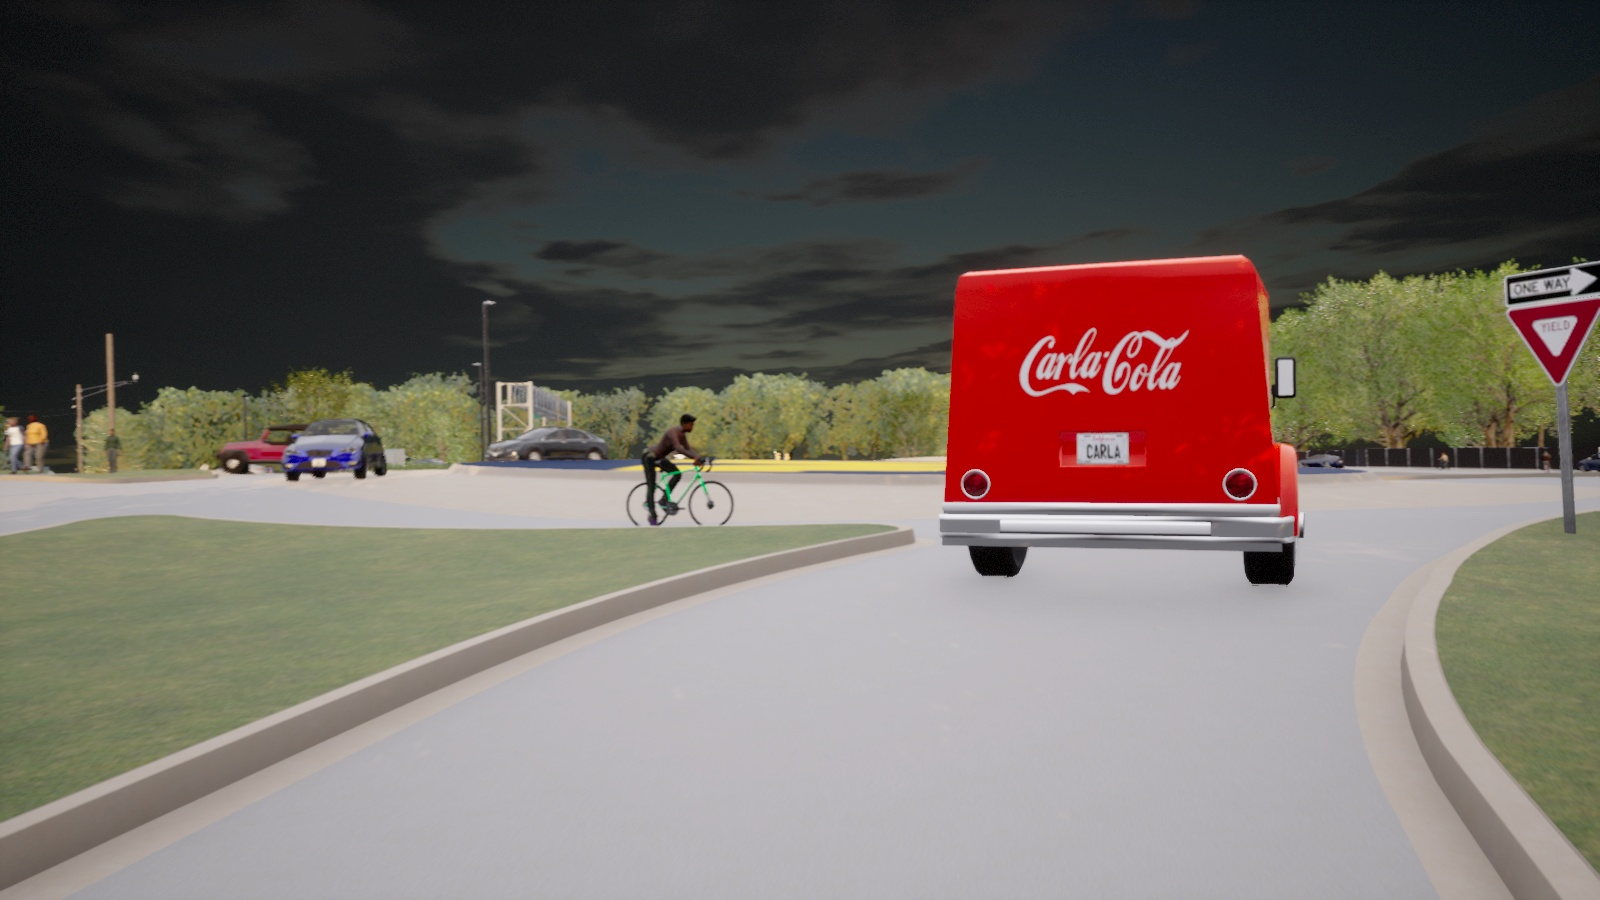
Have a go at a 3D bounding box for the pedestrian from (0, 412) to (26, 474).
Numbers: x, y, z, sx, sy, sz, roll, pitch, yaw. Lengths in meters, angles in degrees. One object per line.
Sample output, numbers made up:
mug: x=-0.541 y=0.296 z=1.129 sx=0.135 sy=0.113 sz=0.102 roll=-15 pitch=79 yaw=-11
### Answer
pedestrian: x=-23.932 y=-0.206 z=38.070 sx=0.354 sy=1.836 sz=0.706 roll=-3 pitch=-1 yaw=17

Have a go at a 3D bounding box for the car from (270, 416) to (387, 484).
car: x=-11.292 y=-0.018 z=30.325 sx=1.816 sy=1.474 sz=4.193 roll=-2 pitch=1 yaw=-9

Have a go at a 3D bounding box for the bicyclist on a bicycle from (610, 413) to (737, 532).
bicyclist on a bicycle: x=-1.777 y=0.330 z=17.686 sx=1.656 sy=1.620 sz=0.582 roll=-1 pitch=-1 yaw=17

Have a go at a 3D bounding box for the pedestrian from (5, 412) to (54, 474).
pedestrian: x=-23.717 y=-0.202 z=38.645 sx=0.874 sy=1.855 sz=0.900 roll=-3 pitch=-1 yaw=8

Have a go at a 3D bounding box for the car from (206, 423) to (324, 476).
car: x=-19.785 y=-0.012 z=46.590 sx=3.866 sy=1.878 sz=1.905 roll=0 pitch=-2 yaw=-18

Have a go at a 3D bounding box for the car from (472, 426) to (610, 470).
car: x=-9.255 y=-0.049 z=45.207 sx=1.837 sy=1.490 sz=4.892 roll=-1 pitch=-1 yaw=37

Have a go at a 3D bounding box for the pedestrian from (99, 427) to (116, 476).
pedestrian: x=-26.531 y=0.070 z=48.117 sx=0.353 sy=1.847 sz=0.614 roll=-2 pitch=-1 yaw=-11

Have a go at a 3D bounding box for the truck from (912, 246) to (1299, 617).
truck: x=3.043 y=-0.194 z=11.256 sx=2.627 sy=2.467 sz=5.204 roll=-1 pitch=2 yaw=22
